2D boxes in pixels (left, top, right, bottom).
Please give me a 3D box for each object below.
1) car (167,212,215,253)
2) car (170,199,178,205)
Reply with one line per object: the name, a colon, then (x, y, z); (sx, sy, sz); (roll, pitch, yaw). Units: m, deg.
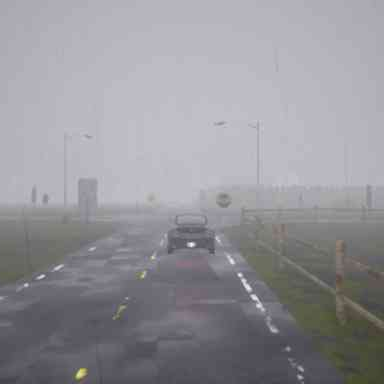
car: (-0.040, 1.640, 14.354); (1.837, 1.490, 4.892); (0, 0, 0)
car: (-4.075, 2.195, 75.821); (2.033, 1.411, 5.357); (0, 0, -2)
